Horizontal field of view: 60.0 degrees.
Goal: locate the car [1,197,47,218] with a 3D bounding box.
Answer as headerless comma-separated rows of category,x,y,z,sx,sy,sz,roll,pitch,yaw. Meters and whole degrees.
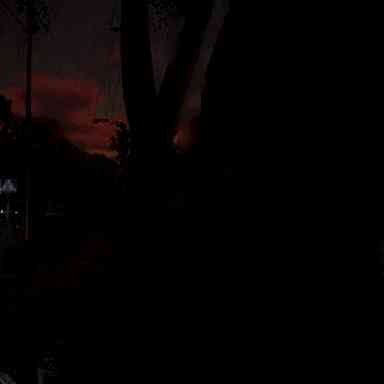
car,-13.659,1.297,27.742,1.837,1.490,4.892,1,0,-7

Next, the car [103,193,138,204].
car,-11.281,1.079,52.426,4.892,1.521,2.231,2,1,-27

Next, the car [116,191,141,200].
car,-12.929,0.704,67.343,4.553,1.767,2.185,2,1,-26

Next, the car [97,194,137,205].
car,-11.114,1.122,49.361,5.366,1.575,1.946,1,1,-27

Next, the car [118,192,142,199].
car,-13.626,0.774,73.303,4.674,1.452,2.002,2,0,-26

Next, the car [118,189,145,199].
car,-13.952,0.437,76.258,5.566,2.045,2.435,2,1,-26

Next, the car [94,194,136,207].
car,-10.771,1.172,46.379,5.366,1.575,1.946,2,1,-27

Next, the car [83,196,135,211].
car,-9.397,1.325,37.595,5.366,1.575,1.946,2,0,-27

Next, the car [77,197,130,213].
car,-9.193,1.343,34.529,5.008,1.535,2.097,2,1,-27

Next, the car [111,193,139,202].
car,-12.297,0.967,61.369,4.674,1.452,2.002,1,1,-26

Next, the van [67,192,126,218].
van,-8.363,1.144,28.637,4.442,1.987,1.878,2,0,-27
